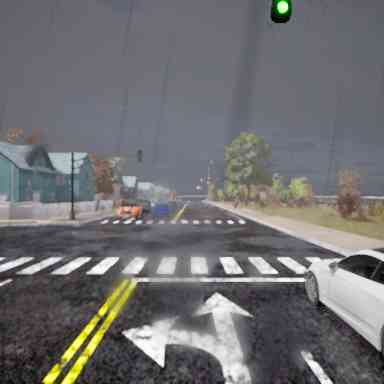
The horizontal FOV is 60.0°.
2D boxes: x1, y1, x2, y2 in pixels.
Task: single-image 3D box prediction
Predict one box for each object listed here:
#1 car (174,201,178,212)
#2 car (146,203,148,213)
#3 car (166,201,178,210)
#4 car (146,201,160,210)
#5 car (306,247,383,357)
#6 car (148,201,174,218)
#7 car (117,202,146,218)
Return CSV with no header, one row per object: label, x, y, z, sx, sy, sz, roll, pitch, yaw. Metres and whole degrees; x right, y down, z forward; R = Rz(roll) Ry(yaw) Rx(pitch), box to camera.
car,-3.353,2.138,46.630,2.128,1.511,4.902,0,-1,0
car,-6.605,2.186,46.056,2.033,1.411,5.357,0,-1,0
car,-3.350,2.300,56.748,1.837,1.490,4.892,0,-1,0
car,-6.600,2.316,56.440,1.812,1.442,4.674,0,-1,0
car,3.349,1.597,5.263,1.812,1.442,4.674,0,-1,0
car,-3.356,1.989,37.224,1.882,1.535,5.008,0,-1,0
car,-6.606,1.840,35.556,2.097,1.767,4.553,0,-1,0
